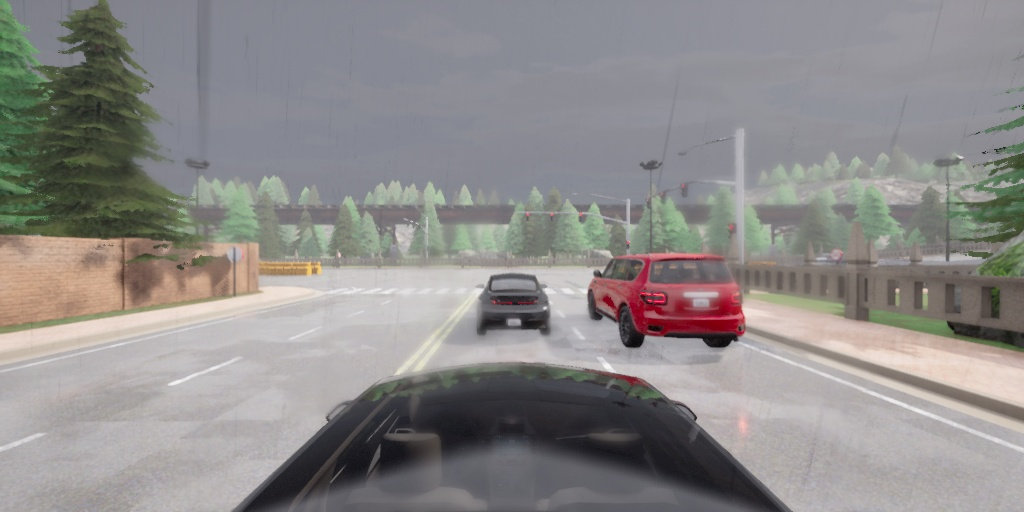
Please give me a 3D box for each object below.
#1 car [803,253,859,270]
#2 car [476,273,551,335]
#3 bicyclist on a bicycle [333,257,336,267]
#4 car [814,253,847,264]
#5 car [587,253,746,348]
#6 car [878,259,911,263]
[{"bbox_3d":[42.870,0.690,48.298,5.566,2.045,2.150,-2,0,0],"label":"car"},{"bbox_3d":[0.013,1.242,10.433,1.837,1.490,4.892,0,0,-1],"label":"car"},{"bbox_3d":[-27.459,0.970,55.864,0.582,1.620,1.656,0,0,0],"label":"bicyclist on a bicycle"},{"bbox_3d":[41.643,0.742,44.804,5.566,2.045,2.150,-2,0,0],"label":"car"},{"bbox_3d":[3.510,0.960,9.335,2.150,2.045,5.566,0,0,0],"label":"car"},{"bbox_3d":[43.413,1.005,41.317,5.357,1.411,2.033,-2,0,0],"label":"car"}]
